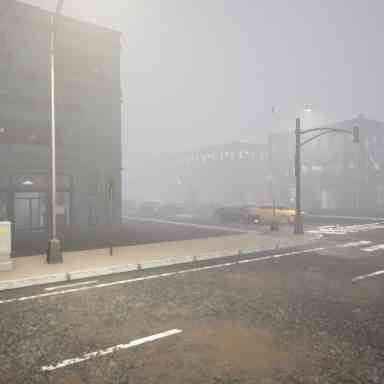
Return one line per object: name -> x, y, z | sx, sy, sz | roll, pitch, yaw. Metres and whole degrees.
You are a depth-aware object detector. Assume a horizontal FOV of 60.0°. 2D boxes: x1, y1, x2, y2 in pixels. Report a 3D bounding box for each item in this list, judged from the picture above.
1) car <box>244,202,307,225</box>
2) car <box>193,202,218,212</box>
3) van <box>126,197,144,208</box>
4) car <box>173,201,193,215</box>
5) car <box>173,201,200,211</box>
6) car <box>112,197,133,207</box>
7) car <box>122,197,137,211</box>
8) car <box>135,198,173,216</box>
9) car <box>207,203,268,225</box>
car -> 6.787, 1.676, 26.640 | 1.882, 1.535, 5.008 | -1, 0, -34
car -> 2.416, 1.902, 42.830 | 1.802, 1.307, 4.206 | -2, 0, -35
van -> -10.418, 1.905, 60.874 | 1.690, 1.788, 3.998 | -1, 0, -35
car -> -2.166, 1.941, 39.301 | 1.994, 1.385, 4.181 | -1, 0, -36
car -> -0.790, 1.964, 47.340 | 1.802, 1.307, 4.206 | -2, 0, -35
car -> -13.626, 1.938, 65.384 | 2.192, 1.841, 5.009 | -1, 0, -35
car -> -9.380, 2.004, 49.501 | 2.128, 1.511, 4.902 | -1, 0, -35
car -> -4.416, 1.845, 37.971 | 1.967, 1.590, 4.097 | -1, 0, -35
car -> 3.529, 1.813, 26.592 | 1.947, 1.339, 4.313 | -2, 0, -35
